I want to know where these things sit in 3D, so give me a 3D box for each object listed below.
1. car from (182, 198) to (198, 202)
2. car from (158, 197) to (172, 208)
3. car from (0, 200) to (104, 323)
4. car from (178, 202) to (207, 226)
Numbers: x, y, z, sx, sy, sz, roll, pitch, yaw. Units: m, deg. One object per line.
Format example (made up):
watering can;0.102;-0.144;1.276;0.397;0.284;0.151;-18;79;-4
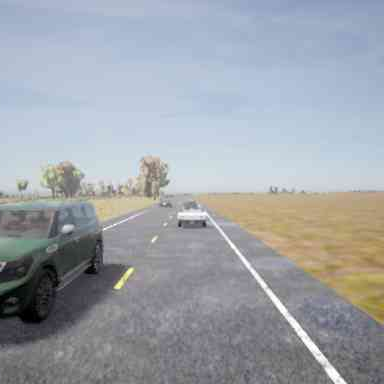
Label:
car;-0.226;1.548;41.730;2.128;1.511;4.902;0;0;-1
car;-4.038;1.567;50.649;2.128;1.511;4.902;0;0;-1
car;-3.615;1.229;7.550;2.150;2.045;5.566;0;0;0
car;-0.009;1.627;23.592;1.895;1.301;4.718;0;0;0
